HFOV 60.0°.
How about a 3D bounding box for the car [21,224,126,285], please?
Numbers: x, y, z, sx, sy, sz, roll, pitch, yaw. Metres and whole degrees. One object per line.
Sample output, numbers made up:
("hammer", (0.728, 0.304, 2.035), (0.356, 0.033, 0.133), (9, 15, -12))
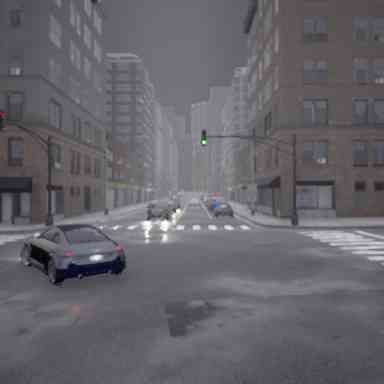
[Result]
("car", (-3.712, 1.670, 10.154), (1.994, 1.385, 4.181), (0, 0, -38))

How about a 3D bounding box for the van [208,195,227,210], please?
("van", (3.075, 1.525, 37.465), (1.690, 1.788, 3.998), (0, 0, 0))

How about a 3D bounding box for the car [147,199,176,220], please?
("car", (-2.842, 1.657, 29.886), (1.837, 1.490, 4.892), (0, 0, 2))

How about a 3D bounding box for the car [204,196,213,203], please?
("car", (3.804, 1.718, 79.062), (1.882, 1.535, 5.008), (0, 0, 0))

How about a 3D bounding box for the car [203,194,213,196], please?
("car", (3.712, 1.461, 72.093), (2.150, 2.045, 5.566), (0, 0, 0))

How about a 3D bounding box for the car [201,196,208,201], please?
("car", (3.546, 1.801, 92.988), (1.947, 1.339, 4.313), (0, 0, 0))

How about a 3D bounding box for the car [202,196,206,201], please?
("car", (3.265, 1.823, 59.677), (1.802, 1.307, 4.206), (0, 0, 0))

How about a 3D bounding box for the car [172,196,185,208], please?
("car", (-2.628, 1.721, 50.180), (2.128, 1.511, 4.902), (0, 0, 1))

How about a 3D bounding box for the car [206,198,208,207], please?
("car", (3.123, 1.751, 43.015), (1.887, 1.381, 4.507), (0, 0, 0))

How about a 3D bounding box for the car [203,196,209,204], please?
("car", (3.219, 1.819, 54.121), (1.802, 1.307, 4.206), (0, 0, 0))

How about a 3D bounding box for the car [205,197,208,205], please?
("car", (3.171, 1.808, 48.570), (1.802, 1.307, 4.206), (0, 0, 0))

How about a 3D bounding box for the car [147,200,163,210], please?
("car", (-5.356, 1.808, 48.646), (1.802, 1.307, 4.206), (0, 0, 0))

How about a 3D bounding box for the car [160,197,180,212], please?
("car", (-2.758, 1.719, 39.791), (1.812, 1.442, 4.674), (0, 0, 0))

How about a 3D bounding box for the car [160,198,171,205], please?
("car", (-5.213, 1.823, 65.304), (1.802, 1.307, 4.206), (0, 0, 0))

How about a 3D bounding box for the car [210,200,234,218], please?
("car", (3.029, 1.743, 31.912), (1.802, 1.307, 4.206), (0, 0, 0))

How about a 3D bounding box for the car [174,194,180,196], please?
("car", (-4.979, 1.780, 93.067), (1.887, 1.381, 4.507), (0, 0, 0))

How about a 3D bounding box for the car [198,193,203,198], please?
("car", (0.591, 1.599, 70.353), (2.128, 1.511, 4.902), (0, 0, 0))

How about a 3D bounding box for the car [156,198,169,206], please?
("car", (-5.259, 1.792, 59.752), (2.008, 1.369, 4.403), (0, 0, 0))

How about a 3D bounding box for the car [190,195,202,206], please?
("car", (0.507, 1.767, 60.351), (1.812, 1.442, 4.674), (0, 0, 0))
